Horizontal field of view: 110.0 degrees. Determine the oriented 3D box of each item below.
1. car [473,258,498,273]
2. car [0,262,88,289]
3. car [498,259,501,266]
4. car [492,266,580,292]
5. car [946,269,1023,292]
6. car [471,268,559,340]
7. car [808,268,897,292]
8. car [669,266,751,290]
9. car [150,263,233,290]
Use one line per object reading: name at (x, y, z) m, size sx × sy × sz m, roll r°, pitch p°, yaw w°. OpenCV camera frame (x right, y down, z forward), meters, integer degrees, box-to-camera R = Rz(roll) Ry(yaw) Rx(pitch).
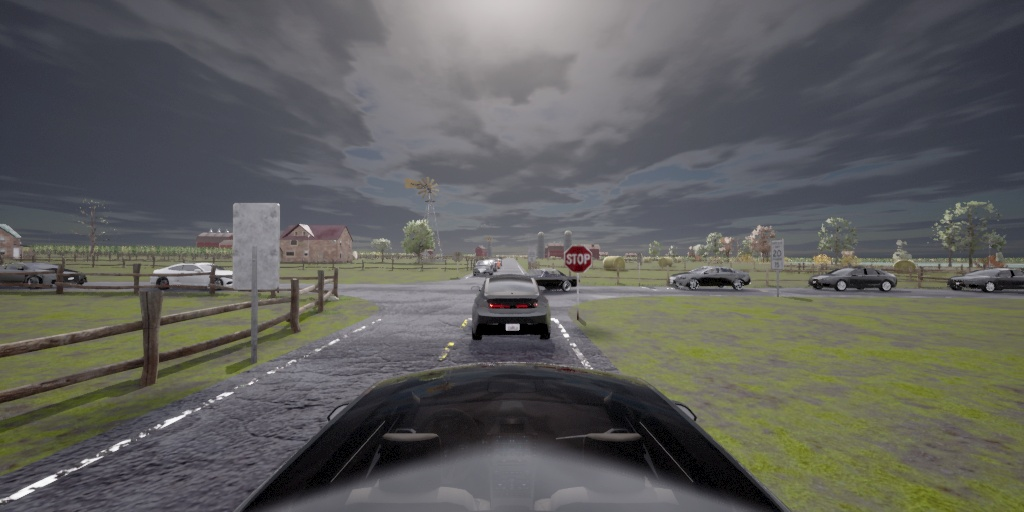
car at (-2.897, 1.243, 36.901) m, size 2.128 × 1.511 × 4.902 m, roll 0°, pitch 0°, yaw 0°
car at (-26.381, 1.048, 19.790) m, size 4.181 × 1.385 × 1.994 m, roll 1°, pitch -1°, yaw -1°
car at (-2.901, 1.241, 46.242) m, size 2.128 × 1.511 × 4.902 m, roll 0°, pitch 0°, yaw 0°
car at (1.482, 1.369, 20.029) m, size 4.718 × 1.301 × 1.895 m, roll 1°, pitch 0°, yaw -35°
car at (31.682, 1.587, 23.579) m, size 4.892 × 1.490 × 1.837 m, roll 1°, pitch -1°, yaw -1°
car at (-0.082, 1.256, 9.981) m, size 1.837 × 1.490 × 4.892 m, roll 0°, pitch 0°, yaw -2°
car at (22.179, 1.499, 23.449) m, size 4.892 × 1.490 × 1.837 m, roll 1°, pitch -1°, yaw -1°
car at (12.778, 1.396, 23.269) m, size 4.902 × 1.511 × 2.128 m, roll 1°, pitch -1°, yaw -2°
car at (-17.261, 1.104, 19.921) m, size 4.674 × 1.442 × 1.812 m, roll 1°, pitch -1°, yaw -1°
